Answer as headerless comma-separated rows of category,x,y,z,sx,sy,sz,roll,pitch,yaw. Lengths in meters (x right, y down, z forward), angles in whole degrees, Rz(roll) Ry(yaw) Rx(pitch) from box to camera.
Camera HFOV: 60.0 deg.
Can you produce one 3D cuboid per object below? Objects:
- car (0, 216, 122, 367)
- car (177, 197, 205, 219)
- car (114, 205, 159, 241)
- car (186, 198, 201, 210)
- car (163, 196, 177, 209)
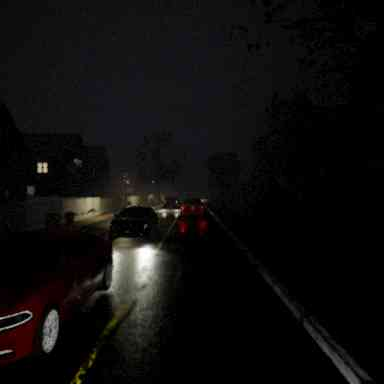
car,-2.831,1.471,6.160,1.882,1.535,5.008,0,0,0
car,0.083,1.318,29.141,2.097,1.767,4.553,0,0,1
car,-2.802,1.458,16.947,1.882,1.535,5.008,0,0,0
car,0.163,1.551,44.136,1.895,1.301,4.718,0,0,1
car,-2.653,1.301,43.866,2.097,1.767,4.553,0,0,0
